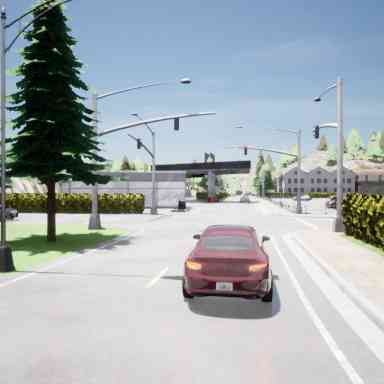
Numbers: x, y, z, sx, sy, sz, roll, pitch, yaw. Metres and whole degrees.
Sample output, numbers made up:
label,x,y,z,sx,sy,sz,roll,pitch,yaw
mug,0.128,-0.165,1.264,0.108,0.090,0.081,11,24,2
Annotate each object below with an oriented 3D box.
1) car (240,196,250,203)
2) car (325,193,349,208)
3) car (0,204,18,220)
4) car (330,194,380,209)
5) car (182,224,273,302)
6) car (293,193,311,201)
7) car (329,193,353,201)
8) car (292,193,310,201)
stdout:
label,x,y,z,sx,sy,sz,roll,pitch,yaw
car,10.847,1.525,68.051,1.812,1.442,4.674,0,0,10
car,19.527,1.330,42.010,5.027,1.636,2.152,0,0,9
car,-16.209,1.491,26.253,4.902,1.511,2.128,0,0,9
car,19.082,1.339,38.905,4.514,1.523,2.007,0,0,9
car,0.939,1.526,8.223,1.812,1.442,4.674,0,0,9
car,26.032,1.076,79.029,3.866,1.878,1.905,0,0,9
car,33.280,1.097,74.538,4.605,1.855,1.932,0,0,9
car,24.902,1.361,75.843,3.806,1.475,1.970,0,0,9
